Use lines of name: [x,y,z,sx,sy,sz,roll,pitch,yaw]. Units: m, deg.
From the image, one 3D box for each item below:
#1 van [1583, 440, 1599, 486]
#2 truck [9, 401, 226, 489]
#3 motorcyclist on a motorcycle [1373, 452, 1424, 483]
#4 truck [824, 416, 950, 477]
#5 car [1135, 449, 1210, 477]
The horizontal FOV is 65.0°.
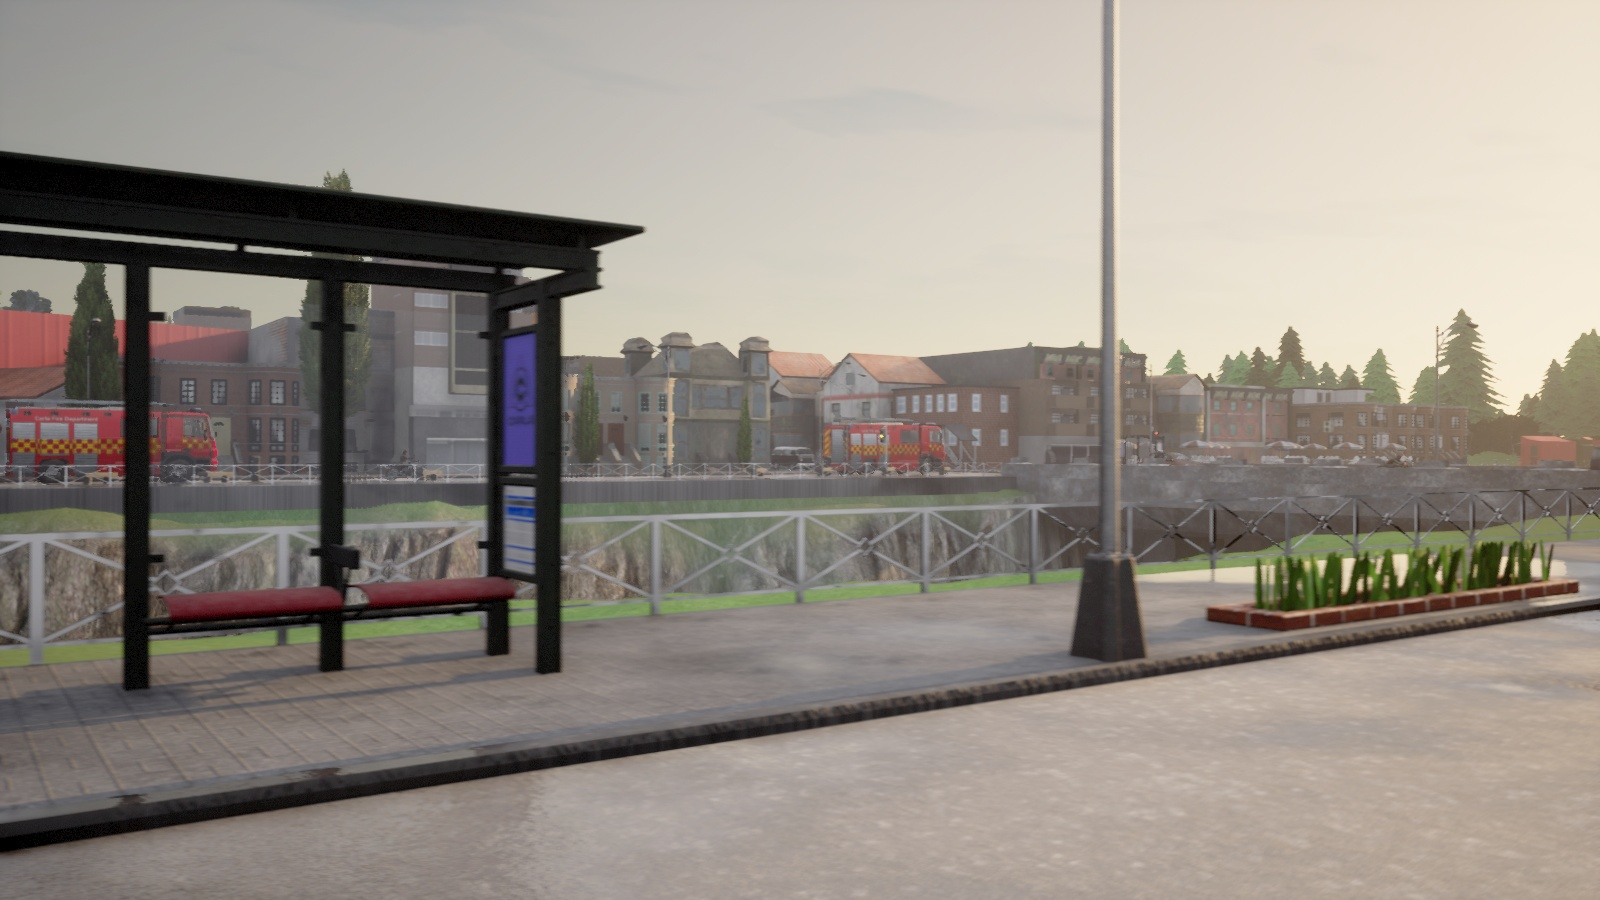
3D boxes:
van: [36.435,0.553,53.882,1.775,1.987,4.442,0,0,-35]
truck: [-31.261,-0.212,57.700,8.468,3.827,2.891,0,0,-35]
motorcyclist on a motorcycle: [30.037,0.871,63.064,0.866,1.530,2.191,0,0,-35]
truck: [5.867,-0.227,83.645,8.468,3.827,2.891,0,0,-36]
car: [22.083,0.779,74.486,1.851,1.617,3.988,0,0,-35]
